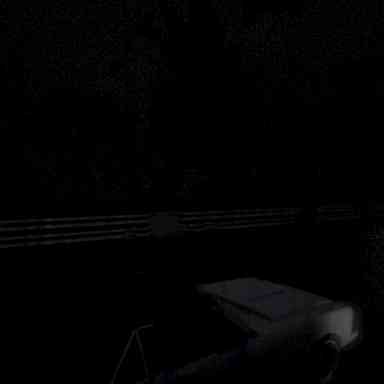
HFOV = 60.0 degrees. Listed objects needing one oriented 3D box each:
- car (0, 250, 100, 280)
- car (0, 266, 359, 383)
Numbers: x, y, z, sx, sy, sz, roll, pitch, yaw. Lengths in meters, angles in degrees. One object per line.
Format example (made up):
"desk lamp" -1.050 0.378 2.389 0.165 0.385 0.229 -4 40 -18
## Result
"car" -3.921 1.546 5.238 5.357 1.411 2.033 0 0 -35
"car" -0.273 1.598 3.529 4.718 1.301 1.895 0 0 -35
